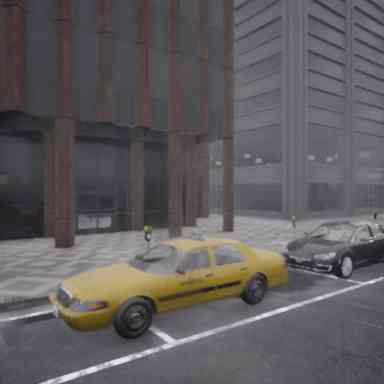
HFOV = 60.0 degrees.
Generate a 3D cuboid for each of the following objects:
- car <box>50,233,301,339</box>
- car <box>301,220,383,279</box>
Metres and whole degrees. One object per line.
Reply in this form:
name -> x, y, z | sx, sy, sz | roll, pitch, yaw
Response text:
car -> -0.149, 1.525, 6.552 | 4.829, 1.417, 1.752 | 0, 0, -36
car -> 4.573, 1.550, 9.930 | 4.403, 1.369, 2.008 | 0, 0, -36
